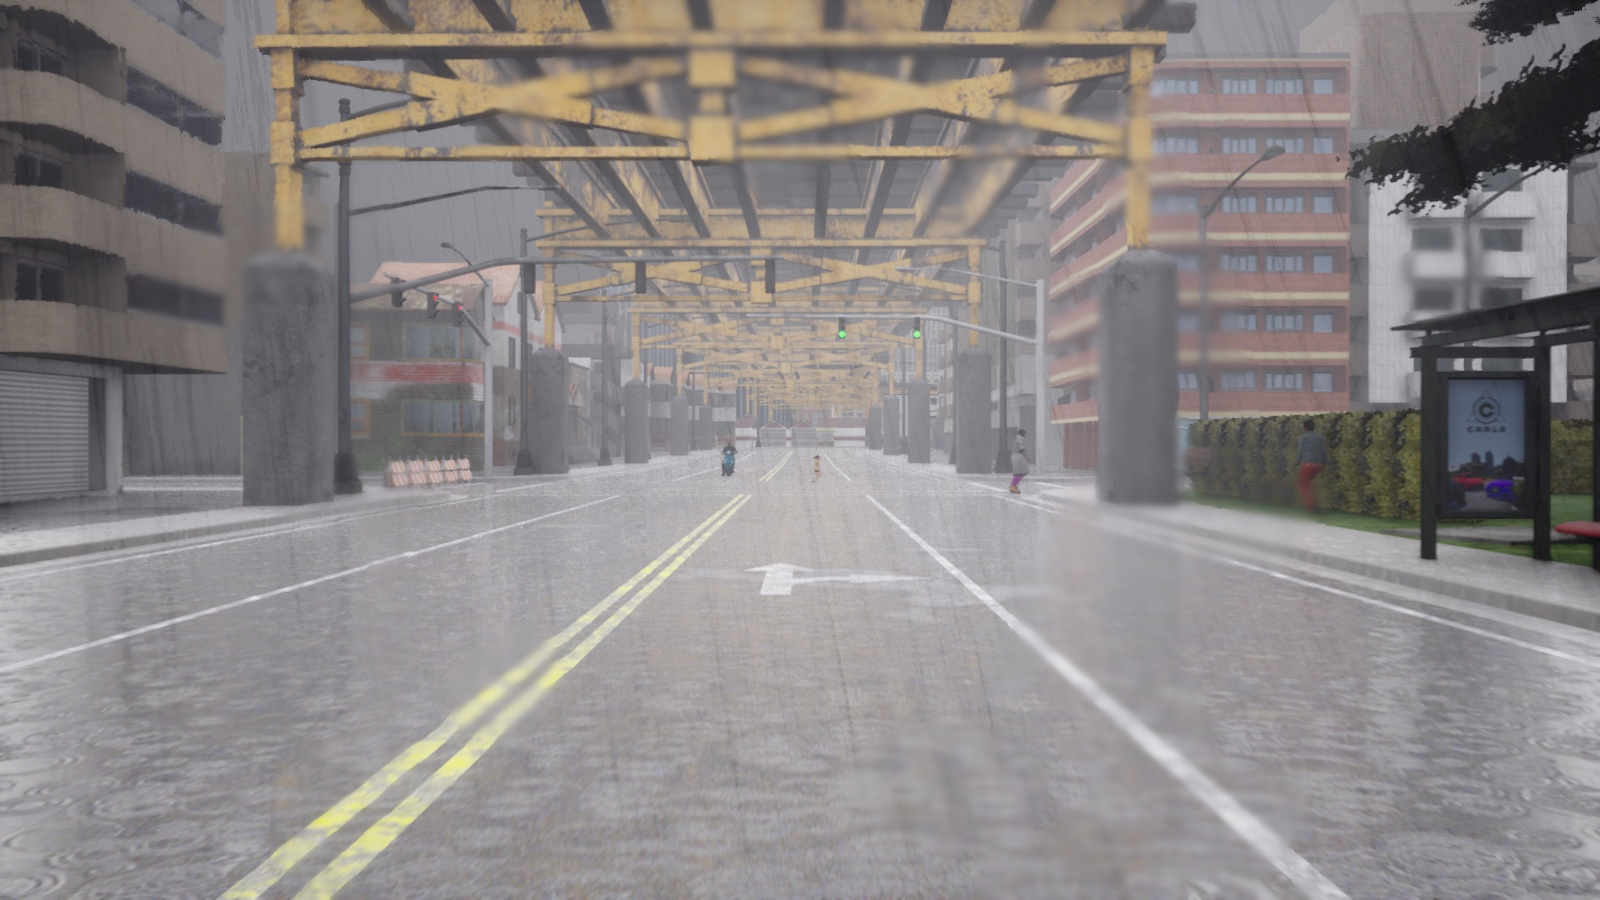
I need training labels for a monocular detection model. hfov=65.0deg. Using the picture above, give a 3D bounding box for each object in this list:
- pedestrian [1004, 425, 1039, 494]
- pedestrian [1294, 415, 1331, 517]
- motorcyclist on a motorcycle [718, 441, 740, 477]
[{"bbox_3d":[6.305,0.272,35.789,0.873,1.952,0.659,0,0,0],"label":"pedestrian"},{"bbox_3d":[9.439,0.289,23.144,0.353,1.847,0.614,0,0,-8],"label":"pedestrian"},{"bbox_3d":[-3.170,0.381,56.130,0.866,1.590,1.817,0,0,0],"label":"motorcyclist on a motorcycle"}]
